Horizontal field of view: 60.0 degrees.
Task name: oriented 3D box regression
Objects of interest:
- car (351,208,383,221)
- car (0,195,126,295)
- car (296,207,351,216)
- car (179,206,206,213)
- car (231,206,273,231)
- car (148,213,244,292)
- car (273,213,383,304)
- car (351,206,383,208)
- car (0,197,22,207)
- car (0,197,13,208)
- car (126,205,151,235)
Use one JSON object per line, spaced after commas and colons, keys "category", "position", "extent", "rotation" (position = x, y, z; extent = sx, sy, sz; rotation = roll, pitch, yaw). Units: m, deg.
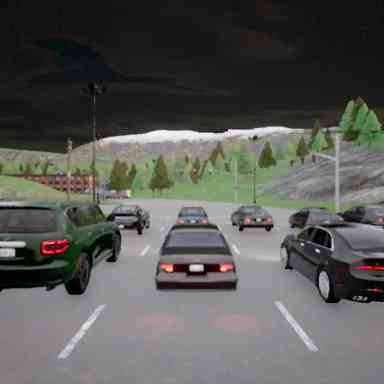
{"category": "car", "position": [7.070, 1.466, 10.127], "extent": [1.882, 1.535, 5.008], "rotation": [0, 0, 0]}
{"category": "car", "position": [-3.425, 1.210, 8.800], "extent": [2.150, 2.045, 5.566], "rotation": [0, 0, 0]}
{"category": "car", "position": [7.023, 1.542, 19.115], "extent": [1.994, 1.385, 4.181], "rotation": [0, 0, -1]}
{"category": "car", "position": [0.034, 1.525, 19.115], "extent": [2.033, 1.411, 5.357], "rotation": [0, 0, 0]}
{"category": "car", "position": [3.510, 1.524, 20.133], "extent": [2.033, 1.411, 5.357], "rotation": [0, 0, -1]}
{"category": "car", "position": [0.077, 1.537, 9.046], "extent": [2.033, 1.411, 5.357], "rotation": [0, 0, 0]}
{"category": "car", "position": [3.577, 1.495, 8.097], "extent": [1.837, 1.490, 4.892], "rotation": [0, 0, 0]}
{"category": "car", "position": [10.511, 1.524, 20.089], "extent": [2.033, 1.411, 5.357], "rotation": [0, 0, -1]}
{"category": "car", "position": [-28.092, 1.506, 49.880], "extent": [4.181, 1.385, 1.994], "rotation": [0, 0, -1]}
{"category": "car", "position": [-27.796, 1.471, 46.379], "extent": [4.674, 1.442, 1.812], "rotation": [0, 0, -1]}
{"category": "car", "position": [-3.469, 1.470, 18.653], "extent": [2.128, 1.511, 4.902], "rotation": [0, 0, 0]}
